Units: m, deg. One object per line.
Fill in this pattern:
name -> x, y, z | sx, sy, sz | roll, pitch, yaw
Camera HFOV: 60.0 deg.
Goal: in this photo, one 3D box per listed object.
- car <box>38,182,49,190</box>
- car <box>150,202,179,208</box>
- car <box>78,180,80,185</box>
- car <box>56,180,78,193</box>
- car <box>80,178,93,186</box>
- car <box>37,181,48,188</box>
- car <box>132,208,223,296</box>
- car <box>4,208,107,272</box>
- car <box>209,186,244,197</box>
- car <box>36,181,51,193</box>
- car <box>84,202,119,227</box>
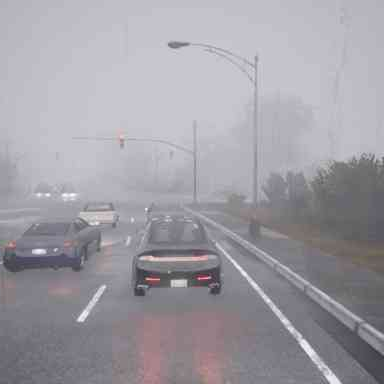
car -> -28.267, -1.159, 63.300 | 1.837, 1.490, 4.892 | -1, 3, -25
car -> -1.471, 1.218, 17.817 | 2.033, 1.411, 5.357 | 0, 2, -9
car -> -29.501, -2.142, 82.259 | 1.882, 1.535, 5.008 | -1, 3, -25
car -> -20.360, -0.684, 54.080 | 2.128, 1.511, 4.902 | -2, 3, -27
car -> -26.350, -2.473, 83.769 | 2.150, 2.045, 5.566 | -1, 3, -25
car -> -33.711, -1.713, 74.801 | 2.128, 1.511, 4.902 | -1, 3, -25
car -> -0.415, 1.409, 8.480 | 2.128, 1.511, 4.902 | 0, 1, -4
car -> -4.123, 1.452, 10.502 | 1.994, 1.385, 4.181 | 0, 1, -6
car -> 4.808, -0.091, 46.025 | 4.902, 1.511, 2.128 | 0, 3, -22
car -> -23.425, -0.529, 52.490 | 1.994, 1.385, 4.181 | -1, 3, -23
car -> -5.259, 1.226, 19.224 | 1.895, 1.301, 4.718 | 0, 2, -9
